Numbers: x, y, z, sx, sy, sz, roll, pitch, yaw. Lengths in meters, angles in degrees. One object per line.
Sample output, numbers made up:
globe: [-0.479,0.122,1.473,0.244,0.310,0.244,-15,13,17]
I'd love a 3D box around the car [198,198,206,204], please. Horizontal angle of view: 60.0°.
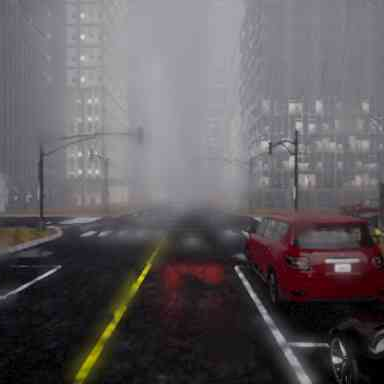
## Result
car: [2.591,2.314,84.613,1.887,1.381,4.507,-1,0,0]

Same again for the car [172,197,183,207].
car: [-2.738,2.167,66.199,1.994,1.385,4.181,0,-1,1]

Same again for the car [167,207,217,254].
car: [-0.024,1.611,14.182,1.882,1.535,5.008,0,0,-1]

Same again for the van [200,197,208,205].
van: [2.583,2.013,73.567,1.690,1.788,3.998,-1,-1,0]

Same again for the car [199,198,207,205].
car: [2.587,2.161,79.090,1.967,1.590,4.097,-1,-1,0]

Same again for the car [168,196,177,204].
car: [-5.290,2.132,90.119,2.192,1.841,5.009,-1,0,0]

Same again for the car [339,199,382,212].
car: [16.575,1.577,31.794,5.009,1.841,2.192,0,0,0]

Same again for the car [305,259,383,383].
car: [2.555,1.590,2.363,1.947,1.339,4.313,-1,-1,0]

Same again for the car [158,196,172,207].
car: [-5.300,2.014,62.496,1.967,1.590,4.097,-1,-1,0]

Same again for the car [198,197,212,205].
car: [2.563,1.839,56.994,2.192,1.841,5.009,-1,-1,0]

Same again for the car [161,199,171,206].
car: [-5.296,2.205,68.019,1.802,1.307,4.206,-1,-1,0]

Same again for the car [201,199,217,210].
car: [2.541,2.006,45.943,1.802,1.307,4.206,-1,-1,0]

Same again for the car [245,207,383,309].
car: [2.553,1.391,8.014,2.192,1.841,5.009,-1,-1,0]
